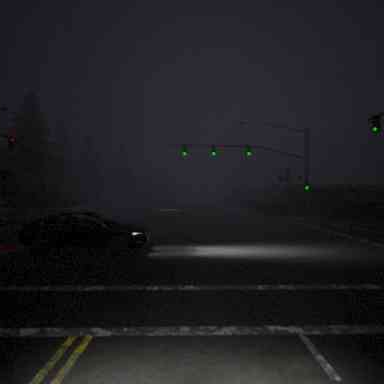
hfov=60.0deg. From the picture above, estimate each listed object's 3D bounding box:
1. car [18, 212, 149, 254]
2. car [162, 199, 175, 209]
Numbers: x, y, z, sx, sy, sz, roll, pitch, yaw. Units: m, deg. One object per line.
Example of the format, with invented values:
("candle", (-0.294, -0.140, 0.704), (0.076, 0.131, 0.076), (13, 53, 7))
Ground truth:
("car", (-4.198, 1.556, 13.145), (4.902, 1.511, 2.128), (0, 0, 0))
("car", (-3.571, 1.874, 51.790), (1.812, 1.442, 4.674), (0, 0, 0))
